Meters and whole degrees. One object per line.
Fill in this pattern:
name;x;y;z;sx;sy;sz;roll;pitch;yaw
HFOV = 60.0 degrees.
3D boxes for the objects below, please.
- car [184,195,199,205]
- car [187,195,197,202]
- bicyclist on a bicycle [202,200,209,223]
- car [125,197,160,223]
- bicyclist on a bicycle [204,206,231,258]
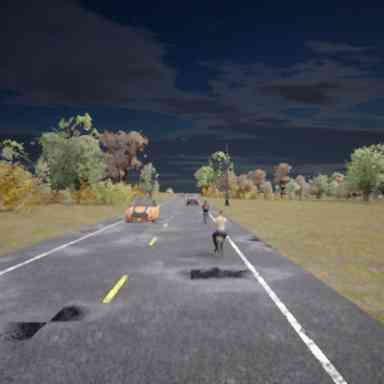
car;0.071;1.428;55.296;1.812;1.442;4.674;0;0;0
car;-0.036;1.409;73.821;2.033;1.411;5.357;0;0;0
bicyclist on a bicycle;0.951;1.413;22.923;0.582;1.620;1.656;0;0;0
car;-3.611;1.308;24.975;2.097;1.767;4.553;0;0;0
bicyclist on a bicycle;0.974;1.416;11.610;0.866;1.612;1.509;0;0;0
